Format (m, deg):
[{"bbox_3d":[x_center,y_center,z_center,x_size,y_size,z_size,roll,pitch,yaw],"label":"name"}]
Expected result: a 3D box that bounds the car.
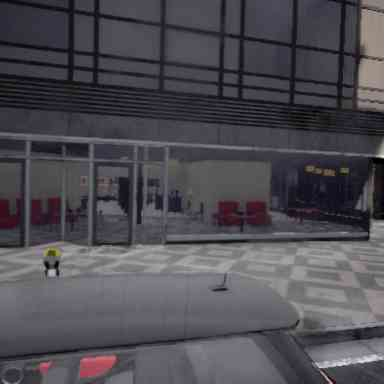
[{"bbox_3d":[-1.054,1.319,1.959,4.097,1.590,1.967,1,2,-16],"label":"car"}]
